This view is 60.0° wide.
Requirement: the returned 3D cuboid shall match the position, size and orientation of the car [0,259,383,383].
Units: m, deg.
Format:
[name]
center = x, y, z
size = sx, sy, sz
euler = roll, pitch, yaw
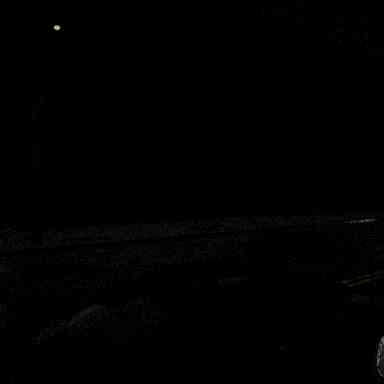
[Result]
[car]
center = 0.523, 1.526, 3.756
size = 4.674, 1.442, 1.812
euler = 0, 0, -35
